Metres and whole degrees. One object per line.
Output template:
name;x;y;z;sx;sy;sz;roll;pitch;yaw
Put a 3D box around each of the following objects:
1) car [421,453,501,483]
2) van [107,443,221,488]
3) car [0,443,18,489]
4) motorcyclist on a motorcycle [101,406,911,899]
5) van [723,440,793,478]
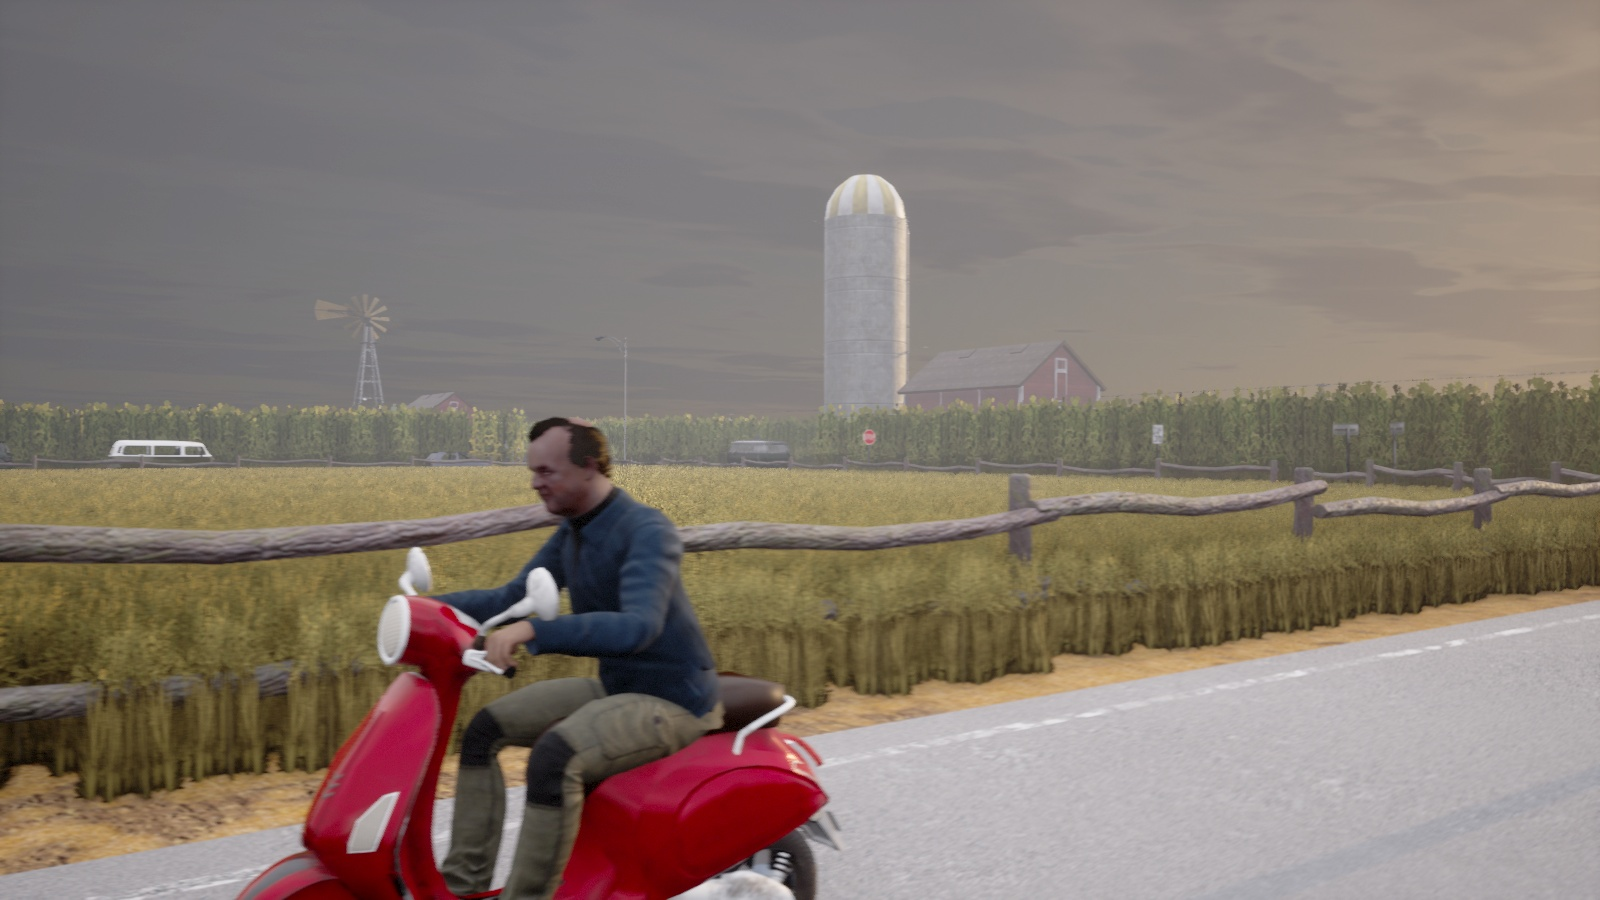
car;-17.854;0.916;66.114;3.633;1.501;1.845;-1;0;-34
van;-29.474;0.700;58.245;4.480;2.038;2.069;0;0;-34
car;-38.227;0.717;56.059;5.566;2.045;2.150;0;0;-34
motorcyclist on a motorcycle;-0.685;0.710;3.218;1.817;1.590;0.866;0;0;-37
van;-2.326;0.471;68.591;1.775;1.987;4.442;0;0;-34
